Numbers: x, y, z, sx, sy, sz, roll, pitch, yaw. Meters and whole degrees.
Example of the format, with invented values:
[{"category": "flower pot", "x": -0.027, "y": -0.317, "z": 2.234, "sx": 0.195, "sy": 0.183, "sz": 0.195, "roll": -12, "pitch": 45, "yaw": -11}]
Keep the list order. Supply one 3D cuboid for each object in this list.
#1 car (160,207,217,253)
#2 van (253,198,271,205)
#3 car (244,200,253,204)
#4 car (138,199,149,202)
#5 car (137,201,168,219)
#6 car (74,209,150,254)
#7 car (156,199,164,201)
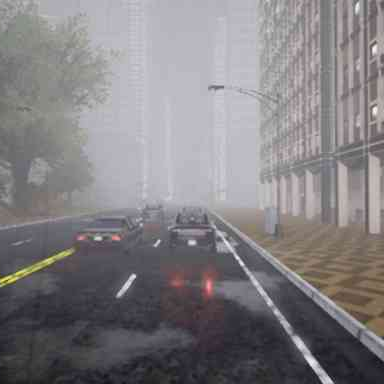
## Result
[{"category": "car", "x": 0.014, "y": 1.628, "z": 14.301, "sx": 2.128, "sy": 1.511, "sz": 4.902, "roll": 0, "pitch": 0, "yaw": 0}, {"category": "van", "x": 18.407, "y": 2.416, "z": 84.970, "sx": 3.998, "sy": 1.788, "sz": 1.690, "roll": 0, "pitch": -1, "yaw": 2}, {"category": "car", "x": 17.140, "y": 2.710, "z": 93.140, "sx": 4.829, "sy": 1.417, "sz": 1.752, "roll": 0, "pitch": -1, "yaw": 2}, {"category": "car", "x": -9.717, "y": 2.141, "z": 67.127, "sx": 2.097, "sy": 1.767, "sz": 4.553, "roll": 0, "pitch": -1, "yaw": 0}, {"category": "car", "x": -3.228, "y": 1.784, "z": 29.297, "sx": 2.128, "sy": 1.511, "sz": 4.902, "roll": 0, "pitch": -1, "yaw": 0}, {"category": "car", "x": -3.241, "y": 1.680, "z": 13.993, "sx": 2.033, "sy": 1.411, "sz": 5.357, "roll": 0, "pitch": -1, "yaw": 0}, {"category": "car", "x": -6.467, "y": 2.141, "z": 67.124, "sx": 2.097, "sy": 1.767, "sz": 4.553, "roll": 0, "pitch": -1, "yaw": 0}]
